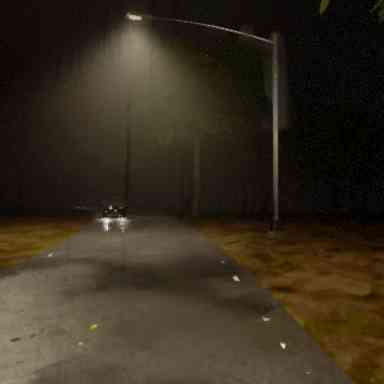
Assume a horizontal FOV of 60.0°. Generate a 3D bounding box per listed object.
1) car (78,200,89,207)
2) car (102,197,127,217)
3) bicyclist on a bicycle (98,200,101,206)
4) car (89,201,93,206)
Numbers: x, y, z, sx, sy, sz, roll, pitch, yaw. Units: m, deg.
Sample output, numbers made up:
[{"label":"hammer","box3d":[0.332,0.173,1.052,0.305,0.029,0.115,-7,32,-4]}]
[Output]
[{"label":"car","box3d":[-25.028,2.435,74.101,2.033,1.411,5.357,0,-2,-27]},{"label":"car","box3d":[-8.144,1.512,34.864,2.150,2.045,5.566,0,-1,-16]},{"label":"bicyclist on a bicycle","box3d":[-20.532,2.502,73.866,0.866,1.612,1.509,1,-2,-28]},{"label":"car","box3d":[-25.563,2.873,81.821,1.994,1.385,4.181,0,-2,-27]}]
